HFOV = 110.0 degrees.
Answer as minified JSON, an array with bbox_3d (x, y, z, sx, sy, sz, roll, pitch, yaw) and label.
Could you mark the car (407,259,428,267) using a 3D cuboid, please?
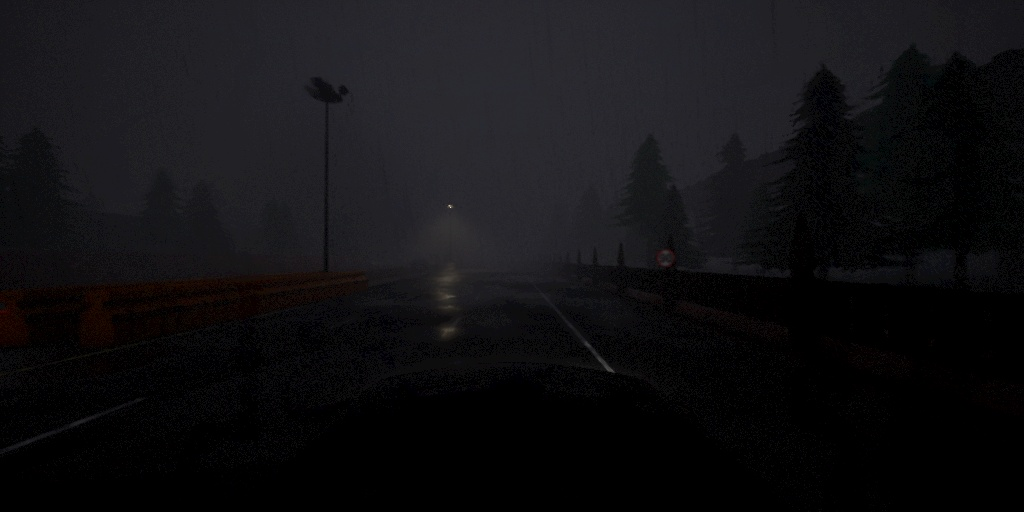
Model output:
[{"bbox_3d":[-14.076,1.528,53.778,2.150,2.045,5.566,0,2,0],"label":"car"}]
